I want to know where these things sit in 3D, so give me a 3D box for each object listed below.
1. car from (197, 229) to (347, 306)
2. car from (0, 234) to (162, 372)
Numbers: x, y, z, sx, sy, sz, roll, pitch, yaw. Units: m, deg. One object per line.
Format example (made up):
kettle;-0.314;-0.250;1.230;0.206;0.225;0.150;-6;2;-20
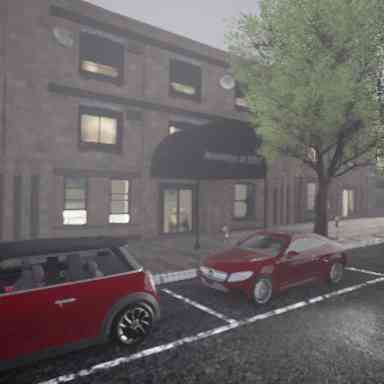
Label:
car;2.071;1.582;7.981;4.206;1.307;1.802;0;1;-35
car;-2.557;1.441;4.678;4.097;1.590;1.967;0;1;-35
